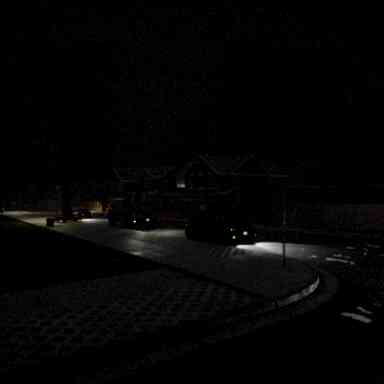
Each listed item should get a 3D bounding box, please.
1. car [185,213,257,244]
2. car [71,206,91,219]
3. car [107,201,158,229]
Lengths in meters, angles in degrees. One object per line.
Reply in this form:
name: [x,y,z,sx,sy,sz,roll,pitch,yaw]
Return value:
car: [1.403,1.835,17.523,1.994,1.385,4.181,0,-1,-35]
car: [-12.851,2.311,37.452,1.994,1.385,4.181,0,-1,-36]
car: [-4.799,1.707,26.178,2.150,2.045,5.566,0,-1,-36]
